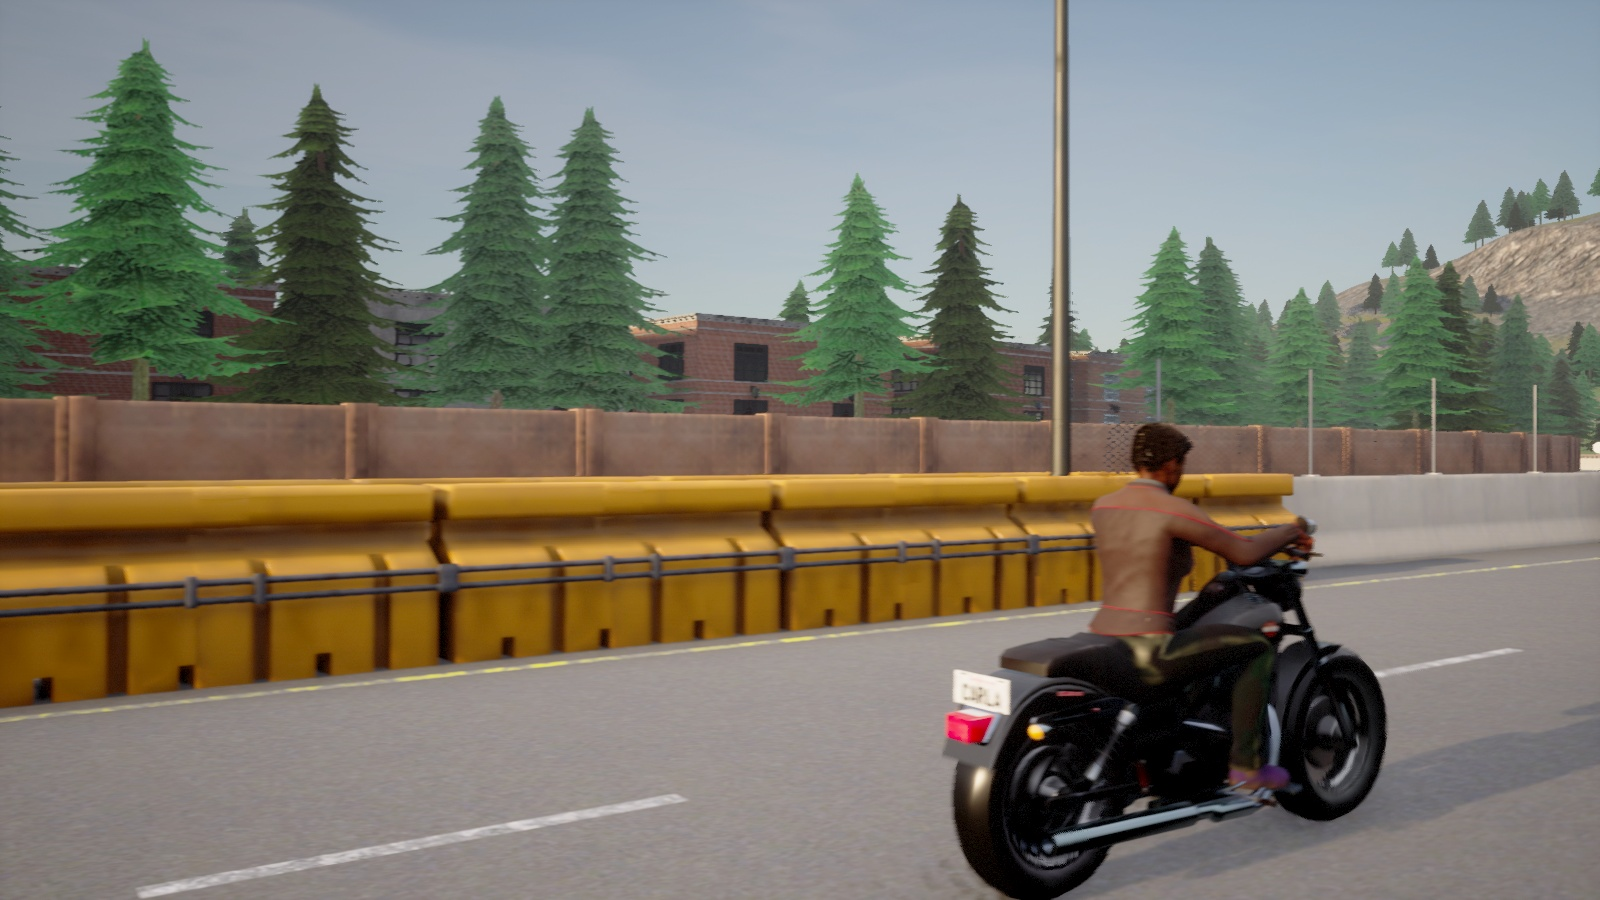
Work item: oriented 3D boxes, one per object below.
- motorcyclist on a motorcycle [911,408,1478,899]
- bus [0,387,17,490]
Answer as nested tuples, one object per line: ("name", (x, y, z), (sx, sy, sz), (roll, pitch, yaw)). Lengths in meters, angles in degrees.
("motorcyclist on a motorcycle", (1.574, 0.704, 4.754), (2.350, 1.649, 0.766), (0, 0, -35))
("bus", (-37.677, -0.466, 50.654), (10.273, 4.253, 3.944), (0, 0, -33))
